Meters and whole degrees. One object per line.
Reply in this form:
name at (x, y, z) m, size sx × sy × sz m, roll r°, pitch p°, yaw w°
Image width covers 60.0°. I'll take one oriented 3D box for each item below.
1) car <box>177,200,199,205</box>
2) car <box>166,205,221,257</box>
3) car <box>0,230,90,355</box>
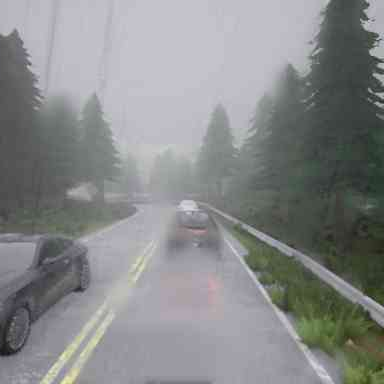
car at (-0.358, 1.457, 28.980) m, size 1.812 × 1.442 × 4.674 m, roll 0°, pitch 0°, yaw -2°
car at (0.047, 1.462, 12.829) m, size 2.128 × 1.511 × 4.902 m, roll 0°, pitch 0°, yaw 0°
car at (-3.291, 1.510, 6.173) m, size 1.812 × 1.442 × 4.674 m, roll 0°, pitch 0°, yaw 0°
